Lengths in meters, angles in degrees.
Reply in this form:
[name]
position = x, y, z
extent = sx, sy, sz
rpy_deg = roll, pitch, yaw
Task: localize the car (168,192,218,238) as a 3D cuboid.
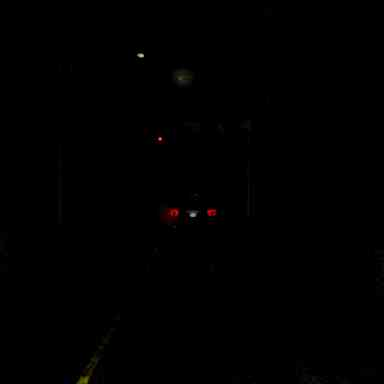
[car]
position = 0.038, 1.008, 16.418
extent = 2.150, 2.045, 5.566
rpy_deg = 0, 1, 0
